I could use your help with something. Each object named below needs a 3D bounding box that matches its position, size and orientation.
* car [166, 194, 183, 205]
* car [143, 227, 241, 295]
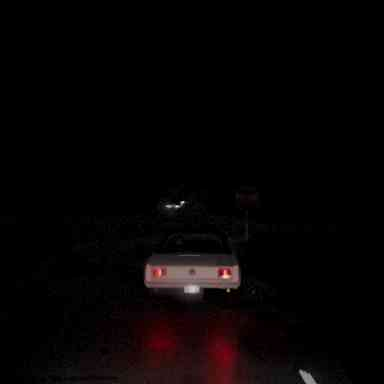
[{"bbox_3d":[-2.820,1.275,50.614,2.033,1.411,5.357,0,0,0],"label":"car"},{"bbox_3d":[0.073,1.536,8.499,1.895,1.301,4.718,0,0,2],"label":"car"}]
